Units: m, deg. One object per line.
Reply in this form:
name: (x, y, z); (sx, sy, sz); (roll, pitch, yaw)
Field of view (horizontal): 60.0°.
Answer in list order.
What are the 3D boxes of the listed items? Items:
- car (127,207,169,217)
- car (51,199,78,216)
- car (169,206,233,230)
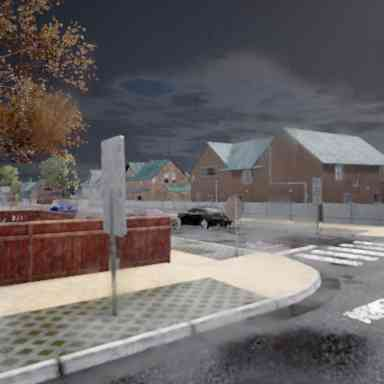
car: (-2.880, 1.849, 23.465); (1.882, 1.535, 5.008); (-2, 0, -36)
car: (-16.241, 1.976, 42.067); (2.150, 2.045, 5.566); (-2, 0, -35)
car: (0.708, 1.726, 23.573); (1.882, 1.535, 5.008); (-2, 0, -36)
